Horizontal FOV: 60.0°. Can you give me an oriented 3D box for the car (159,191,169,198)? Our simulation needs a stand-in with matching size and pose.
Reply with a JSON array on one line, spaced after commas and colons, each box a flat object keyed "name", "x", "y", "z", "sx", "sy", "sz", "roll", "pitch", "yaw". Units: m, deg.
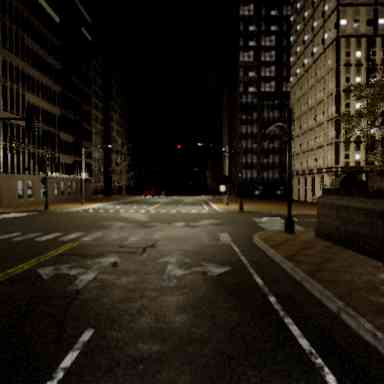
[{"name": "car", "x": -6.349, "y": 0.472, "z": 75.640, "sx": 2.128, "sy": 1.511, "sz": 4.902, "roll": 0, "pitch": 0, "yaw": 0}]

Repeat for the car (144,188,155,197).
[{"name": "car", "x": -9.599, "y": 0.172, "z": 75.614, "sx": 2.150, "sy": 2.045, "sz": 5.566, "roll": 0, "pitch": 0, "yaw": 0}]
